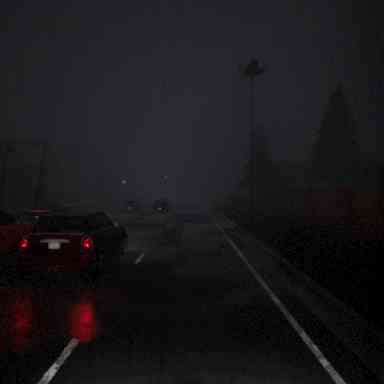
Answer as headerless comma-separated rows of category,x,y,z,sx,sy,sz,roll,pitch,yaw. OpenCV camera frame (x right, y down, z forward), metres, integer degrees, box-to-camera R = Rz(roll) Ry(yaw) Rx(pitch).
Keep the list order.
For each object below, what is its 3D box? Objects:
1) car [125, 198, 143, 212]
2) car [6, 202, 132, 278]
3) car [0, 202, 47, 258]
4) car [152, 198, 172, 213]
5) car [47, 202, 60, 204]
car,-6.911,1.505,39.054,1.837,1.490,4.892,0,0,0
car,-3.402,1.352,10.341,2.097,1.767,4.553,0,0,0
car,-6.902,1.352,10.957,2.097,1.767,4.553,0,0,0
car,-3.411,1.505,37.679,1.837,1.490,4.892,0,0,0
car,-10.407,1.492,24.798,2.128,1.511,4.902,0,0,0
